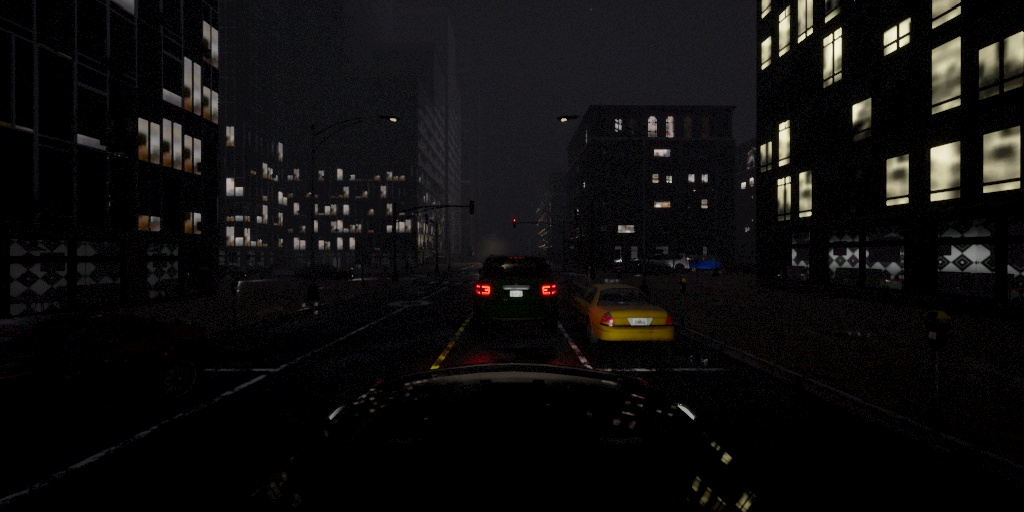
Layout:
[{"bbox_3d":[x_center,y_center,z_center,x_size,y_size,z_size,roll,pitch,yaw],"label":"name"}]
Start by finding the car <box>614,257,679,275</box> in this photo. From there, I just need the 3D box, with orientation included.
[{"bbox_3d":[12.470,1.124,34.046,5.357,1.411,2.033,-1,0,-4],"label":"car"}]

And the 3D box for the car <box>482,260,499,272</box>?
[{"bbox_3d":[-2.742,1.243,46.959,2.128,1.511,4.902,0,0,-2],"label":"car"}]

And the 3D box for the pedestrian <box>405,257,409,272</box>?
[{"bbox_3d":[-12.390,1.020,42.297,0.375,1.860,0.375,0,1,-1],"label":"pedestrian"}]

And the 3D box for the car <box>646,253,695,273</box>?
[{"bbox_3d":[15.398,0.755,37.228,5.566,2.045,2.150,-1,0,-1],"label":"car"}]

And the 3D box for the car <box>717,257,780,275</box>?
[{"bbox_3d":[21.057,1.019,31.878,4.507,1.381,1.888,0,0,-1],"label":"car"}]

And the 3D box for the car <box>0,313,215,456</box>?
[{"bbox_3d":[-5.317,1.332,3.738,1.802,1.307,4.207,0,0,0],"label":"car"}]

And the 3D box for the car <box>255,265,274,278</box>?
[{"bbox_3d":[-28.439,1.648,39.096,4.403,1.370,2.007,0,0,-1],"label":"car"}]

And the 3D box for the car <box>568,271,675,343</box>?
[{"bbox_3d":[2.558,1.275,9.475,1.751,1.417,4.829,0,0,0],"label":"car"}]

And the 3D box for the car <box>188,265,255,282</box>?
[{"bbox_3d":[-27.536,1.602,33.726,4.892,1.490,1.837,-1,0,-1],"label":"car"}]

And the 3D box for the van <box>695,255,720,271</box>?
[{"bbox_3d":[20.941,0.799,39.758,3.998,1.789,1.690,0,0,-1],"label":"van"}]

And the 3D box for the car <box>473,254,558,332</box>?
[{"bbox_3d":[0.090,0.971,11.028,2.150,2.045,5.566,0,0,0],"label":"car"}]

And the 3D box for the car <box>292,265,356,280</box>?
[{"bbox_3d":[-17.721,1.514,33.861,5.357,1.411,2.033,-1,0,-1],"label":"car"}]
